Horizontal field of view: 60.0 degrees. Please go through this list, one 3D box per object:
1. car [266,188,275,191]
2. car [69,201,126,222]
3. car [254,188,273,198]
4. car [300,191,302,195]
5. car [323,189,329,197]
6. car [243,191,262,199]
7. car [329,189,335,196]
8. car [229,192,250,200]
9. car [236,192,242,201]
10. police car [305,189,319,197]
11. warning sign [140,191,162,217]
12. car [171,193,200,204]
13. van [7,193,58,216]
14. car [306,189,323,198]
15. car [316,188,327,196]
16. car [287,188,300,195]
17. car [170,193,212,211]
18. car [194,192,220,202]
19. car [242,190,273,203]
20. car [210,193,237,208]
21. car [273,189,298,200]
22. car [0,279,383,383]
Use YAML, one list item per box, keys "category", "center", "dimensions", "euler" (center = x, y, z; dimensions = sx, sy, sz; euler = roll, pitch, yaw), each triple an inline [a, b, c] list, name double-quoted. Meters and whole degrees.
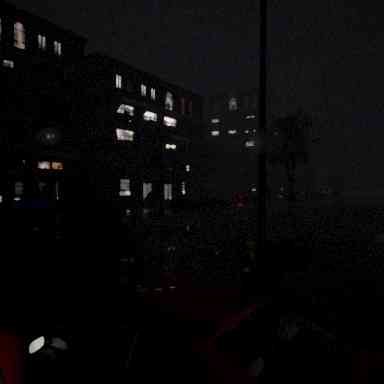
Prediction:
- category: "car"
  center: [13.188, 0.352, 57.029]
  dimensions: [2.150, 2.045, 5.566]
  euler: [1, 1, 35]
- category: "car"
  center: [-6.675, 1.325, 23.745]
  dimensions: [1.947, 1.339, 4.313]
  euler: [2, 2, 35]
- category: "car"
  center: [15.066, 0.221, 69.670]
  dimensions: [2.192, 1.841, 5.009]
  euler: [2, 2, 35]
- category: "car"
  center: [27.782, 0.108, 87.963]
  dimensions: [1.887, 1.381, 4.507]
  euler: [2, 2, 35]
- category: "car"
  center: [28.302, 0.356, 74.034]
  dimensions: [2.008, 1.369, 4.403]
  euler: [2, 2, 35]
- category: "car"
  center: [11.786, 0.520, 64.963]
  dimensions: [1.752, 1.417, 4.829]
  euler: [2, 2, 35]
- category: "car"
  center: [34.662, 0.074, 83.175]
  dimensions: [1.967, 1.590, 4.097]
  euler: [2, 2, 35]
- category: "car"
  center: [8.703, 0.644, 60.532]
  dimensions: [1.947, 1.339, 4.313]
  euler: [2, 2, 35]
- category: "car"
  center: [7.563, 0.811, 48.860]
  dimensions: [1.812, 1.442, 4.674]
  euler: [1, 1, 35]
- category: "police car"
  center: [27.663, 0.186, 76.647]
  dimensions: [1.930, 1.638, 5.238]
  euler: [0, 1, 32]
- category: "warning sign"
  center: [-3.057, 0.848, 24.822]
  dimensions: [1.300, 1.860, 1.060]
  euler: [-1, 0, 35]
- category: "car"
  center: [-0.836, 0.904, 46.816]
  dimensions: [1.947, 1.339, 4.313]
  euler: [2, 2, 35]
- category: "van"
  center: [-13.553, 1.030, 28.523]
  dimensions: [1.690, 1.788, 3.998]
  euler: [2, 2, 35]
- category: "car"
  center: [25.123, 0.441, 69.463]
  dimensions: [2.008, 1.369, 4.403]
  euler: [2, 2, 35]
- category: "car"
  center: [33.119, -0.039, 84.768]
  dimensions: [2.097, 1.767, 4.553]
  euler: [0, 1, 28]
- category: "car"
  center: [24.604, -0.036, 83.384]
  dimensions: [2.192, 1.841, 5.009]
  euler: [2, 2, 35]
- category: "car"
  center: [-0.317, 1.128, 32.886]
  dimensions: [1.887, 1.381, 4.507]
  euler: [2, 2, 35]
- category: "car"
  center: [2.344, 0.802, 51.388]
  dimensions: [2.008, 1.369, 4.403]
  euler: [2, 2, 35]
- category: "car"
  center: [9.223, 0.872, 46.603]
  dimensions: [2.008, 1.369, 4.403]
  euler: [2, 2, 35]
- category: "car"
  center: [2.864, 1.046, 37.459]
  dimensions: [2.008, 1.369, 4.403]
  euler: [2, 2, 35]
- category: "car"
  center: [15.680, 0.671, 55.886]
  dimensions: [1.752, 1.417, 4.829]
  euler: [2, 2, 35]
- category: "car"
  center: [-0.315, 1.544, 3.095]
  dimensions: [4.507, 1.381, 1.887]
  euler: [0, 0, 36]
